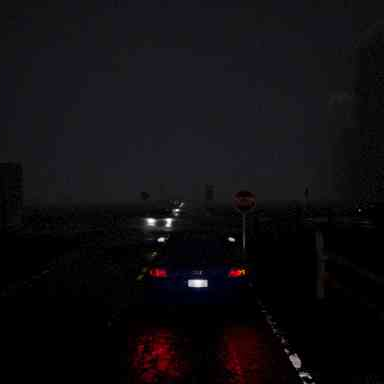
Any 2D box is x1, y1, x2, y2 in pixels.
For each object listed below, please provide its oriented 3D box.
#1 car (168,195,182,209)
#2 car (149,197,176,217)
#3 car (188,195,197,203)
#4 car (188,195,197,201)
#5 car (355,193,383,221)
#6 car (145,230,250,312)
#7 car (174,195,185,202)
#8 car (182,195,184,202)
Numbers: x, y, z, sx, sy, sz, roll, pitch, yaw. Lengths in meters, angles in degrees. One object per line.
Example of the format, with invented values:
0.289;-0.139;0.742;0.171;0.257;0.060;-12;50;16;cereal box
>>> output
-2.795;1.363;45.177;2.097;1.767;4.553;0;0;0;car
-2.816;1.480;31.059;1.882;1.535;5.008;0;0;0;car
0.071;1.585;68.961;2.033;1.411;5.357;0;0;0;car
0.081;1.490;79.386;1.994;1.385;4.181;0;0;0;car
15.154;0.960;24.579;5.566;2.045;2.150;-1;1;0;car
0.106;1.562;7.807;1.994;1.385;4.181;0;0;0;car
-2.675;1.326;73.232;2.128;1.511;4.902;0;0;0;car
-2.763;1.570;57.714;2.033;1.411;5.357;0;0;0;car
